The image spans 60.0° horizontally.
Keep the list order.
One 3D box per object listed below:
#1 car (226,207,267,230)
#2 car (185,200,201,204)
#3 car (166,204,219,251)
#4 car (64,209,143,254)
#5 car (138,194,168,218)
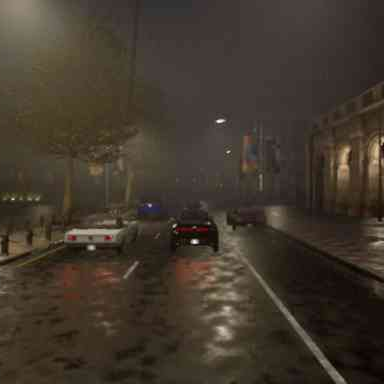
[{"bbox_3d":[3.247,1.575,20.891,1.895,1.301,4.718,0,0,0],"label":"car"},{"bbox_3d":[0.075,1.496,30.697,1.812,1.442,4.674,0,0,0],"label":"car"},{"bbox_3d":[0.096,1.492,14.091,1.837,1.490,4.892,0,0,0],"label":"car"},{"bbox_3d":[-3.401,1.588,13.469,1.895,1.301,4.718,0,0,0],"label":"car"},{"bbox_3d":[-3.403,1.193,29.556,2.150,2.045,5.566,0,0,0],"label":"car"}]
